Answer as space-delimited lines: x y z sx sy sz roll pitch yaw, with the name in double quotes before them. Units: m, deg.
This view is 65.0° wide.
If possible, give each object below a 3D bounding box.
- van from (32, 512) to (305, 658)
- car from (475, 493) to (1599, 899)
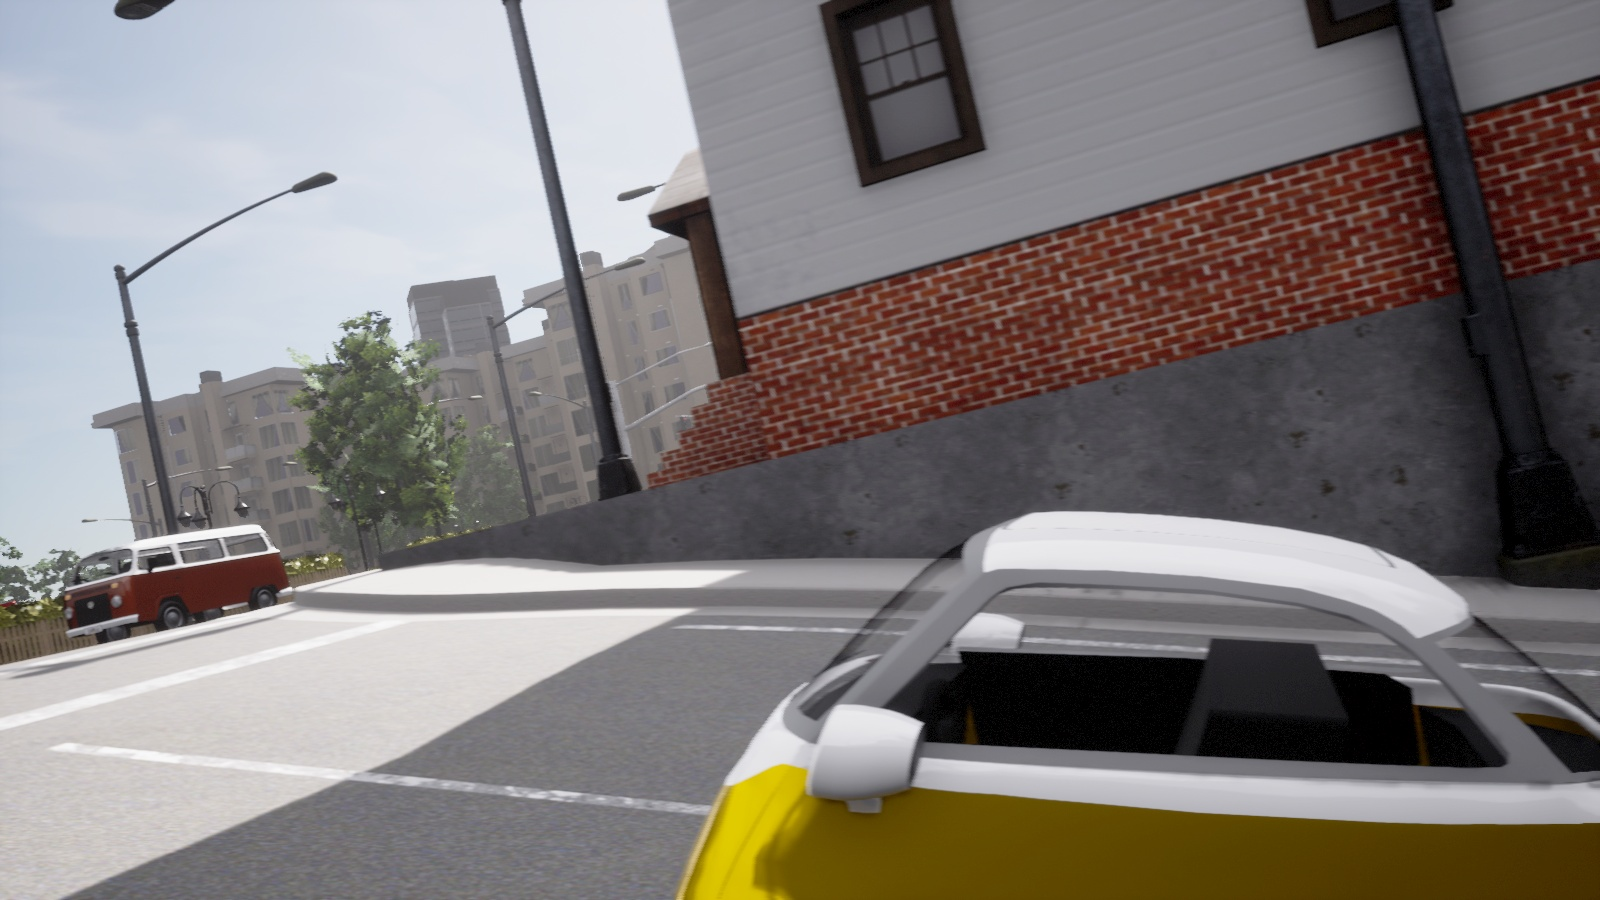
"van" -12.665 2.638 25.558 2.069 2.038 4.480 -13 -3 19
"car" 0.601 0.854 2.982 2.207 1.376 1.481 1 1 18
